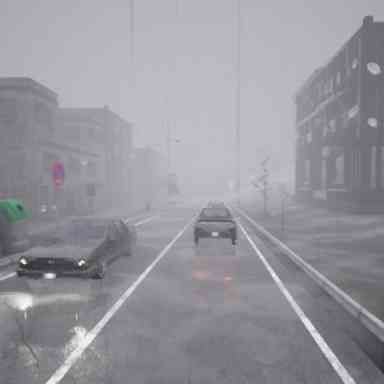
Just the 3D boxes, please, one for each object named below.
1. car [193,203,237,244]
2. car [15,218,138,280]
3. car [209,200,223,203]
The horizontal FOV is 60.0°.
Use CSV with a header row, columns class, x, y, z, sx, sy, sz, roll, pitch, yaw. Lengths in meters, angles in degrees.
class,x,y,z,sx,sy,sz,roll,pitch,yaw
car,1.105,1.487,15.852,2.128,1.511,4.902,0,0,4
car,-3.045,1.519,10.195,2.033,1.411,5.357,0,0,4
car,2.658,1.587,36.797,1.895,1.301,4.718,0,0,4
